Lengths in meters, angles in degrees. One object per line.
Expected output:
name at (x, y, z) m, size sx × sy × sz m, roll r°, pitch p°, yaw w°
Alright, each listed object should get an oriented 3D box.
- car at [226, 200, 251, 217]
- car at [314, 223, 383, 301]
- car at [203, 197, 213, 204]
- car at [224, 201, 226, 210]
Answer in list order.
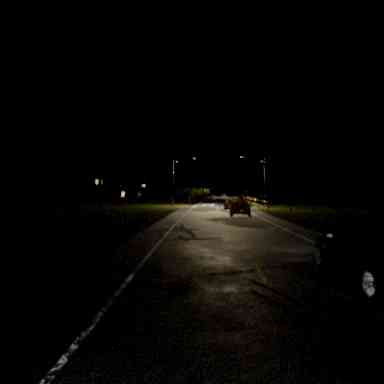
car at (4.559, 1.524, 32.113) m, size 1.882 × 1.535 × 5.008 m, roll 1°, pitch 0°, yaw 4°
car at (4.688, 1.528, 8.429) m, size 1.882 × 1.535 × 5.008 m, roll 1°, pitch 0°, yaw 1°
car at (3.187, 1.610, 64.404) m, size 1.895 × 1.301 × 4.718 m, roll 1°, pitch 0°, yaw 5°
car at (5.127, 1.648, 43.350) m, size 1.895 × 1.301 × 4.718 m, roll 1°, pitch 0°, yaw 4°
